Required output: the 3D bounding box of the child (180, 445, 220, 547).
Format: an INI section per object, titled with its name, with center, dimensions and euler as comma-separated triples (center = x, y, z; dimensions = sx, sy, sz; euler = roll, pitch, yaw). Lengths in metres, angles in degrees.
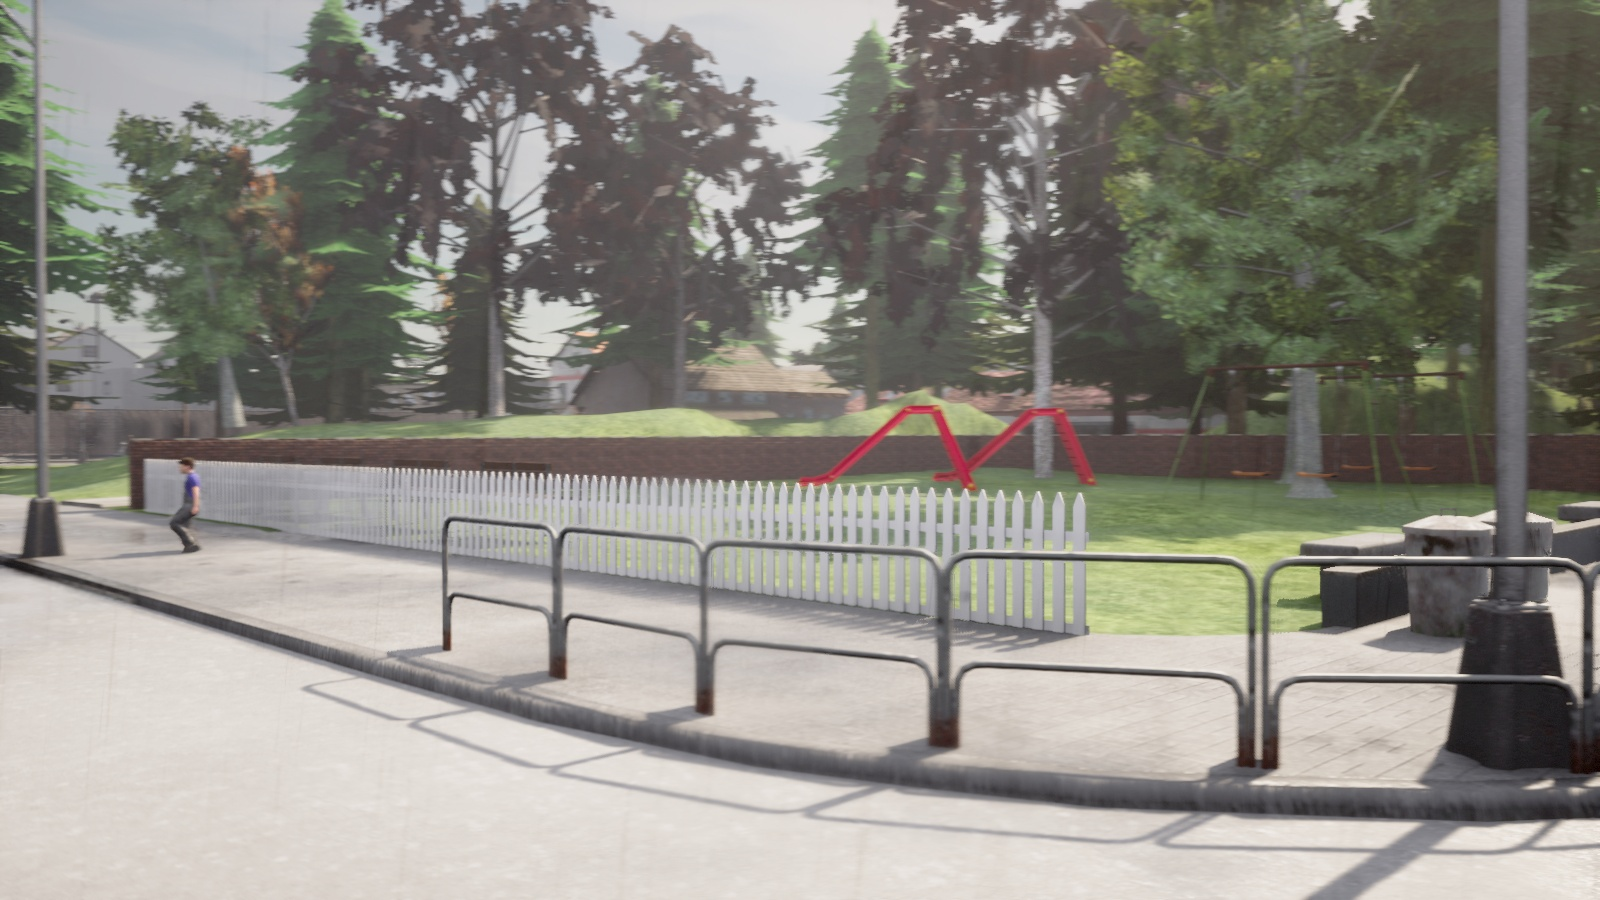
[child]
center = -7.526, 0.572, 15.757
dimensions = 0.437, 1.263, 0.270
euler = 0, 1, -24
